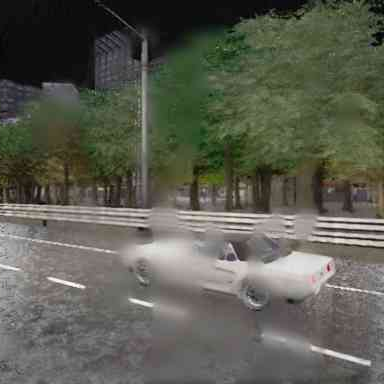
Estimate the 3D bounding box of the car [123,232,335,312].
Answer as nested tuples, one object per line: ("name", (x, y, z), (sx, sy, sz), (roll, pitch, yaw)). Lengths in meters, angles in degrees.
("car", (0.612, 1.603, 7.728), (4.718, 1.301, 1.895), (0, 0, 35))
